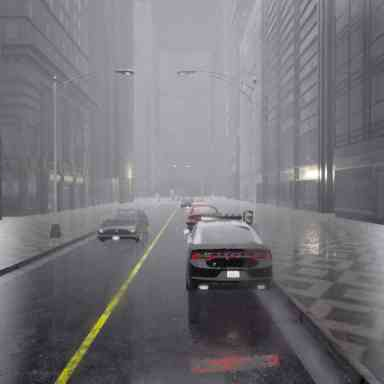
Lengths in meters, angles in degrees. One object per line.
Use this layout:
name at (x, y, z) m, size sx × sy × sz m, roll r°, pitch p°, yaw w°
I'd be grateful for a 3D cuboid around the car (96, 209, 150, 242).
car at (-3.202, 1.546, 16.577) m, size 2.033 × 1.411 × 5.357 m, roll 0°, pitch 0°, yaw -1°

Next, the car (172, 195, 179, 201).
car at (-3.999, 1.490, 82.886) m, size 2.128 × 1.511 × 4.902 m, roll 0°, pitch 0°, yaw -1°

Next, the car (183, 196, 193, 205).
car at (-0.726, 1.524, 60.275) m, size 1.812 × 1.442 × 4.674 m, roll 0°, pitch 0°, yaw -1°

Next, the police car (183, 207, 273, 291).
police car at (0.788, 1.424, 9.174) m, size 1.930 × 1.638 × 5.238 m, roll 0°, pitch 0°, yaw -1°

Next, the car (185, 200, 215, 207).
car at (0.669, 1.476, 19.063) m, size 1.882 × 1.535 × 5.008 m, roll 0°, pitch 0°, yaw -1°

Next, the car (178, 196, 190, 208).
car at (-0.551, 1.598, 46.662) m, size 1.895 × 1.301 × 4.718 m, roll 0°, pitch 0°, yaw 0°

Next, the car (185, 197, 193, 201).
car at (0.594, 1.453, 25.253) m, size 1.801 × 1.575 × 5.366 m, roll 0°, pitch 0°, yaw -1°
